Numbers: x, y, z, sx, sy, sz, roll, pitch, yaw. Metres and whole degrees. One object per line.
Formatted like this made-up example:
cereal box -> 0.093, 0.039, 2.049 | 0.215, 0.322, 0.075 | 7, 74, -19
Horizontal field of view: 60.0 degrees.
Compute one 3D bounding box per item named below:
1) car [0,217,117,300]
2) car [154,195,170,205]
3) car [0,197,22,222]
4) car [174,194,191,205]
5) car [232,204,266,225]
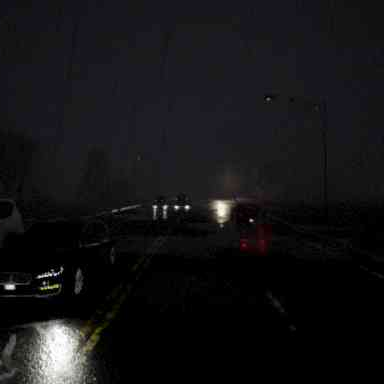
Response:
car -> -3.257, 1.461, 8.455 | 1.837, 1.490, 4.892 | 0, 0, 1
car -> -4.603, 1.227, 50.884 | 1.837, 1.490, 4.892 | 0, 0, 5
car -> -6.511, 1.177, 8.556 | 2.150, 2.045, 5.566 | 0, 0, 1
car -> -1.405, 1.077, 50.122 | 2.097, 1.767, 4.553 | 0, 0, 4
car -> 3.806, 1.484, 23.054 | 1.895, 1.301, 4.718 | 0, 0, 2
